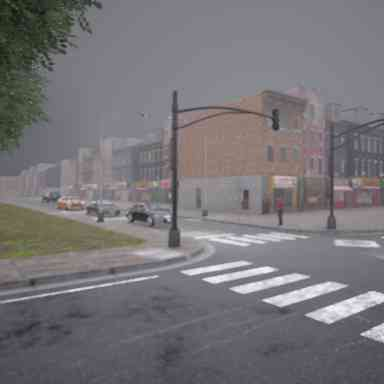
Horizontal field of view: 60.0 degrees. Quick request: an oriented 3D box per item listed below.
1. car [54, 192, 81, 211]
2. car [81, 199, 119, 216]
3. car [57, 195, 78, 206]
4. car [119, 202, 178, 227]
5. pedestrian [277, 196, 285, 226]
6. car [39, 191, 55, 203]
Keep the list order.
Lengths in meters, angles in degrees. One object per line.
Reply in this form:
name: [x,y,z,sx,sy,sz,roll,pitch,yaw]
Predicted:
car: [-13.782,1.143,38.001,2.097,1.767,4.553,0,0,-35]
car: [-8.082,1.389,29.963,1.812,1.442,4.674,0,0,-36]
car: [-18.797,1.263,50.127,1.812,1.442,4.674,0,0,-35]
car: [-2.774,1.438,22.491,2.128,1.511,4.902,0,0,-35]
pedestrian: [5.563,1.171,20.880,0.375,1.860,0.375,1,-1,-35]
car: [-24.499,0.930,58.149,2.150,2.045,5.566,0,0,-35]
